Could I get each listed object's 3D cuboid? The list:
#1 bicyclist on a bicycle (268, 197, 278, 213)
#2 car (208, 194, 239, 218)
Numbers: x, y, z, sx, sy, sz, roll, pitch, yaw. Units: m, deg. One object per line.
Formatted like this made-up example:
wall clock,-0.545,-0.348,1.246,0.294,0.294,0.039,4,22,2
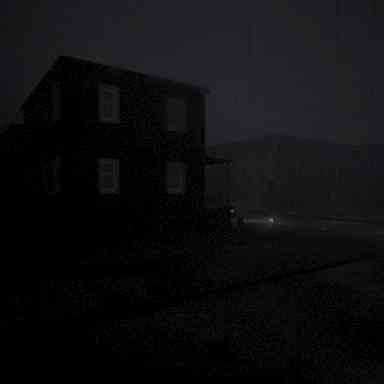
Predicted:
bicyclist on a bicycle,8.506,1.367,34.904,1.656,1.620,0.582,0,0,-35
car,1.757,1.234,29.903,2.150,2.045,5.566,0,0,-35
